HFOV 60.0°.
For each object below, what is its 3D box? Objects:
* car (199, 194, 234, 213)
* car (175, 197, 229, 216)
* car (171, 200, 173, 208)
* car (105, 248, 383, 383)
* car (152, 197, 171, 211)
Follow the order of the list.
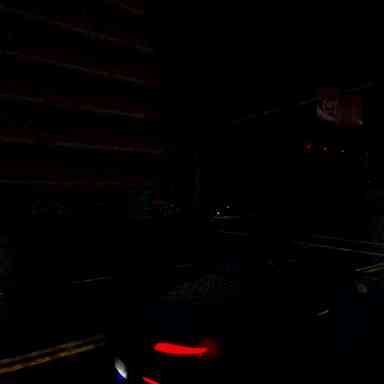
[{"bbox_3d":[2.148,1.222,36.675,2.150,2.045,5.566,0,0,-36],"label":"car"},{"bbox_3d":[0.848,1.547,32.489,2.033,1.411,5.357,0,0,-36],"label":"car"},{"bbox_3d":[-3.703,1.564,44.817,1.994,1.385,4.181,0,0,-35],"label":"car"},{"bbox_3d":[1.180,1.526,4.581,4.674,1.442,1.812,0,0,-36],"label":"car"},{"bbox_3d":[-4.935,1.352,40.524,2.097,1.767,4.553,0,0,-36],"label":"car"}]
